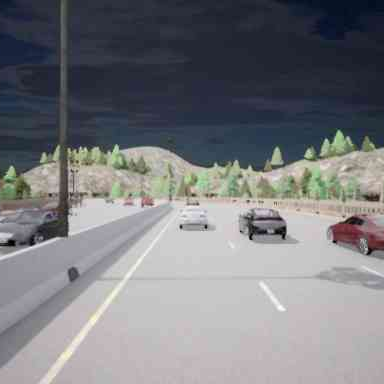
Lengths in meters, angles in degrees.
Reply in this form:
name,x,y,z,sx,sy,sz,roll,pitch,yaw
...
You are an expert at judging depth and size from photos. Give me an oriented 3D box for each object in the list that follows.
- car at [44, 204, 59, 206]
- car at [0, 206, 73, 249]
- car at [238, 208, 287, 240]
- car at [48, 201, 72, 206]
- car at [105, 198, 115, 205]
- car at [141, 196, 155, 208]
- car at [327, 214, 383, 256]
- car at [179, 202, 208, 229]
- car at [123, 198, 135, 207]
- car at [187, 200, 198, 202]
name,x,y,z,sx,sy,sz,roll,pitch,yaw
car,-10.603,1.702,22.035,1.994,1.385,4.181,0,0,0
car,-7.103,1.582,14.936,2.128,1.511,4.902,0,0,0
car,3.595,1.600,17.592,2.128,1.511,4.902,0,0,0
car,-14.105,1.712,34.768,1.882,1.535,5.008,0,-1,0
car,-18.627,2.027,75.255,2.128,1.511,4.902,0,-1,-18
car,-7.622,1.661,57.593,2.150,2.045,5.566,0,0,-5
car,7.096,1.606,13.340,1.812,1.442,4.674,0,0,0
car,0.095,1.671,22.991,1.812,1.442,4.674,0,0,0
car,-12.124,1.866,64.020,2.097,1.767,4.553,0,-1,-9
car,0.088,1.778,40.785,2.128,1.511,4.902,0,0,0
